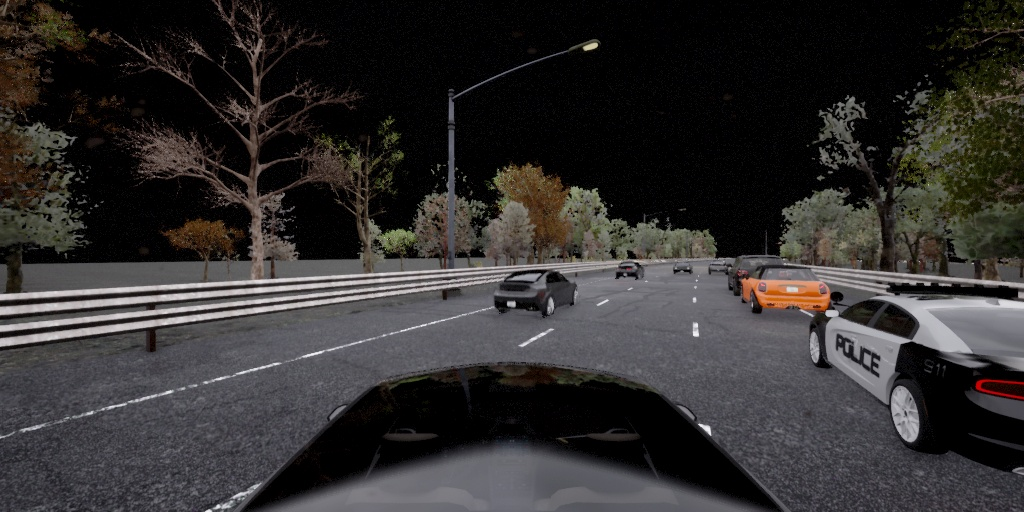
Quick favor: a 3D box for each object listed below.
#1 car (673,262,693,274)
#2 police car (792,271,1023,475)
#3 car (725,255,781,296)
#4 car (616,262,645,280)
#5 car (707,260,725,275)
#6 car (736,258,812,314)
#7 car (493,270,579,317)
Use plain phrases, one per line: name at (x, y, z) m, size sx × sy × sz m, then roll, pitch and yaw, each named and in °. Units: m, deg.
car at (19.469, 1.369, 40.743) m, size 1.895 × 1.301 × 4.718 m, roll 0°, pitch 0°, yaw 29°
police car at (5.624, 1.175, 4.721) m, size 1.930 × 1.638 × 5.238 m, roll 0°, pitch 0°, yaw 26°
car at (12.711, 0.978, 18.753) m, size 2.150 × 2.045 × 5.566 m, roll 0°, pitch 0°, yaw 27°
car at (10.374, 1.262, 31.335) m, size 1.837 × 1.490 × 4.892 m, roll 0°, pitch 0°, yaw 28°
car at (22.585, 1.260, 39.278) m, size 2.128 × 1.511 × 4.902 m, roll 0°, pitch 0°, yaw 30°
car at (9.979, 1.102, 13.428) m, size 2.097 × 1.767 × 4.553 m, roll 0°, pitch 0°, yaw 27°
car at (1.066, 1.255, 13.365) m, size 1.837 × 1.490 × 4.892 m, roll 0°, pitch 0°, yaw 27°
